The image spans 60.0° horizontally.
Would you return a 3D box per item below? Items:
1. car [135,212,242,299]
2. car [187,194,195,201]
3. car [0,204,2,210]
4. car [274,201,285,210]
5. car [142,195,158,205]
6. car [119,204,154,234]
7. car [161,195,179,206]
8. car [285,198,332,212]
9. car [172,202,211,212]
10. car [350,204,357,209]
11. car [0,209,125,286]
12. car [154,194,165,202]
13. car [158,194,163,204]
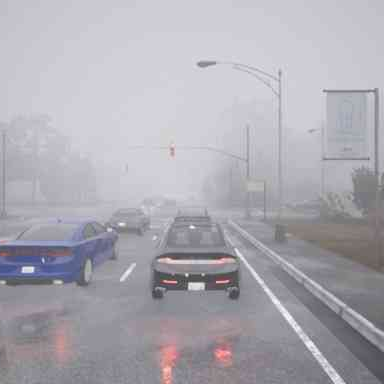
[{"bbox_3d":[0.068,1.489,8.432,2.128,1.511,4.902,0,0,0],"label":"car"},{"bbox_3d":[-0.348,1.495,85.636,2.128,1.511,4.902,0,0,0],"label":"car"},{"bbox_3d":[-23.386,1.481,36.317,4.902,1.511,2.128,0,0,2],"label":"car"},{"bbox_3d":[12.829,1.480,41.632,4.902,1.511,2.128,0,0,3],"label":"car"},{"bbox_3d":[-7.308,1.489,56.543,1.837,1.490,4.892,0,0,0],"label":"car"},{"bbox_3d":[-3.473,1.559,18.426,1.994,1.385,4.181,0,0,0],"label":"car"},{"bbox_3d":[-3.533,1.586,54.028,1.895,1.301,4.718,0,0,-1],"label":"car"},{"bbox_3d":[13.549,1.515,38.074,4.674,1.442,1.812,0,0,3],"label":"car"},{"bbox_3d":[0.028,1.473,17.927,1.882,1.535,5.008,0,0,0],"label":"car"},{"bbox_3d":[22.567,1.532,41.109,5.357,1.411,2.033,0,0,3],"label":"car"},{"bbox_3d":[-3.436,1.475,9.434,1.882,1.535,5.008,0,0,0],"label":"car"},{"bbox_3d":[-7.308,1.334,75.835,2.097,1.767,4.553,0,0,0],"label":"car"},{"bbox_3d":[-7.296,1.487,65.911,1.837,1.490,4.892,0,0,0],"label":"car"}]
